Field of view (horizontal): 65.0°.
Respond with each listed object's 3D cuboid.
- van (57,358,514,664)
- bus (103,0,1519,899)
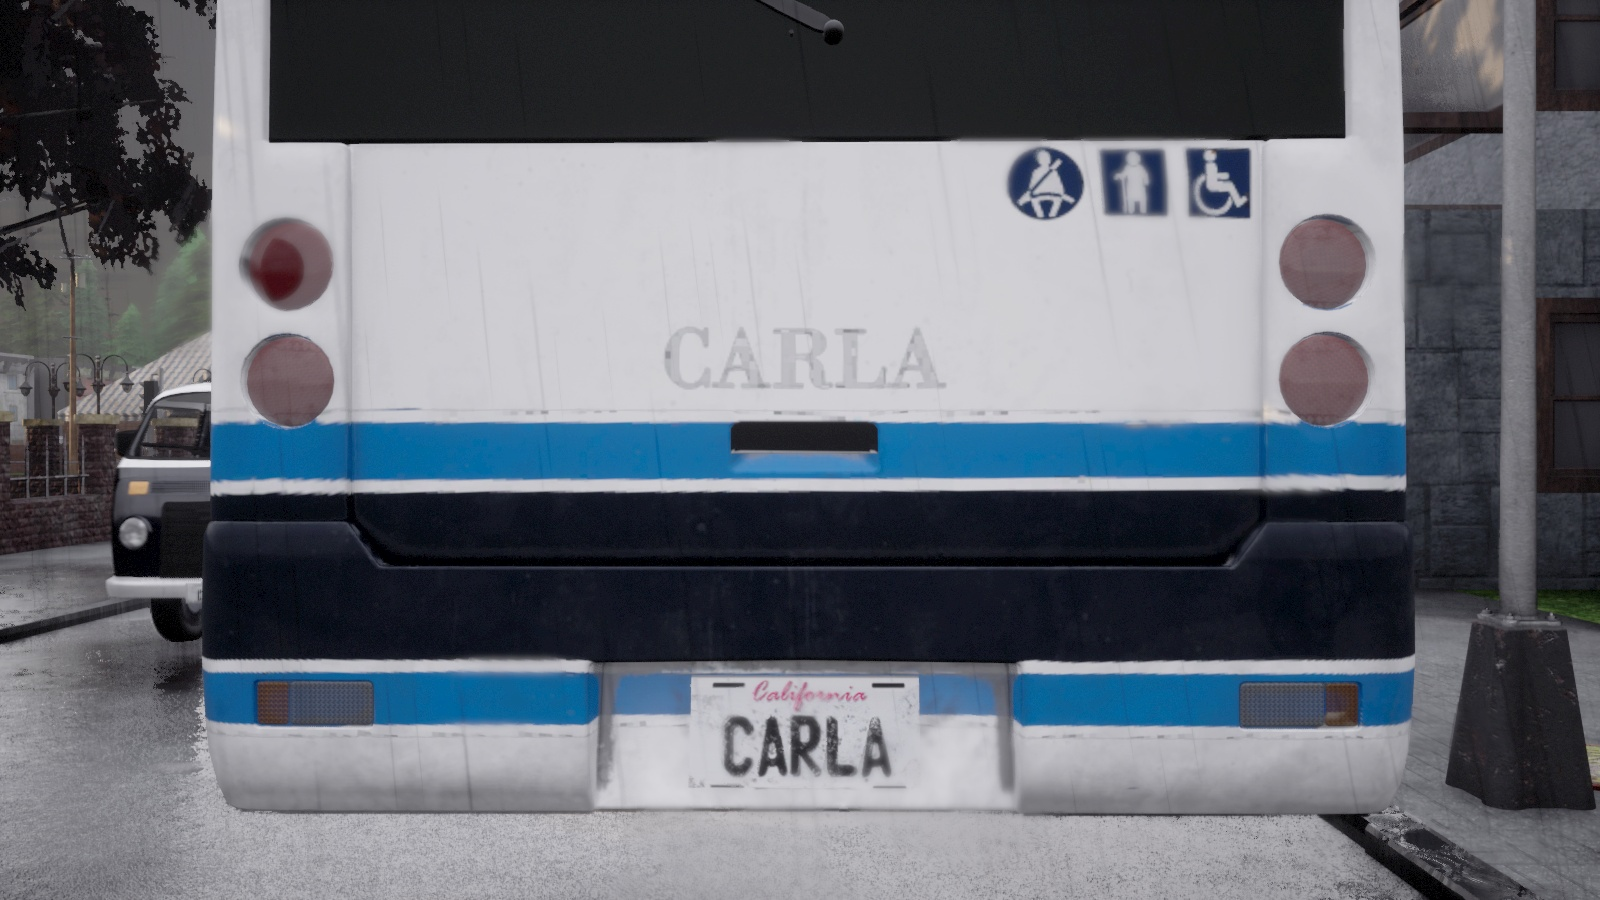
[{"bbox_3d":[-3.938,0.410,10.616,2.069,2.038,4.480,0,0,-1],"label":"van"},{"bbox_3d":[0.083,-0.679,8.637,3.944,4.253,10.273,0,0,1],"label":"bus"}]
